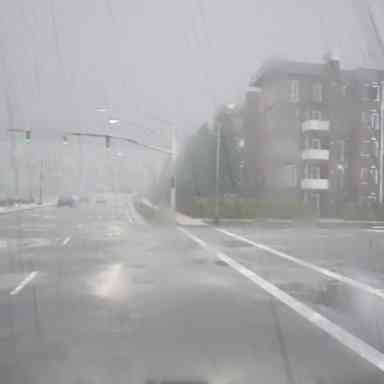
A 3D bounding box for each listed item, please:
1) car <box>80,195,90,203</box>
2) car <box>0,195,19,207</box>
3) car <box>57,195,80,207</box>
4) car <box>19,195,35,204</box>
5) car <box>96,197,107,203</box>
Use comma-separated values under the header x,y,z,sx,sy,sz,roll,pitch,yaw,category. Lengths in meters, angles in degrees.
x,y,z,sx,sy,sz,roll,pitch,yaw,category
-22.520,1.486,69.851,1.837,1.490,4.892,2,0,-11,car
-26.069,1.174,45.948,1.882,1.535,5.008,2,0,-10,car
-18.293,1.275,48.707,2.097,1.767,4.553,2,0,-11,car
-28.016,1.277,56.184,2.033,1.411,5.357,2,0,-11,car
-18.843,1.673,69.261,1.895,1.301,4.718,2,0,-11,car
